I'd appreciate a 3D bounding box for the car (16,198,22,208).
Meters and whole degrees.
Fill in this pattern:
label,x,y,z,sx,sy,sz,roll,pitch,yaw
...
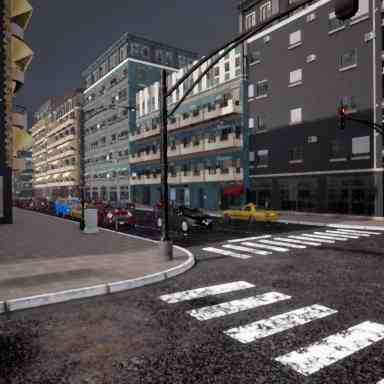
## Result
label,x,y,z,sx,sy,sz,roll,pitch,yaw
car,-25.132,1.770,50.954,1.947,1.339,4.313,-1,1,-35

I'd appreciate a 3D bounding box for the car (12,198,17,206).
label,x,y,z,sx,sy,sz,roll,pitch,yaw
car,-31.560,1.783,59.965,1.887,1.381,4.507,-1,1,-35

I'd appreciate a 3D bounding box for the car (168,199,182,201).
label,x,y,z,sx,sy,sz,roll,pitch,yaw
car,-2.243,1.441,33.291,1.967,1.590,4.097,-1,1,-35

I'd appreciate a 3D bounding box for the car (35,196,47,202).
label,x,y,z,sx,sy,sz,roll,pitch,yaw
car,-37.594,1.729,82.853,1.887,1.381,4.507,-1,1,-35

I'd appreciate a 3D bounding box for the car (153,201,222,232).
label,x,y,z,sx,sy,sz,roll,pitch,yaw
car,-0.553,1.564,20.956,1.837,1.490,4.892,-1,1,-35

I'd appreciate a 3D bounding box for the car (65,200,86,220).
label,x,y,z,sx,sy,sz,roll,pitch,yaw
car,-8.965,1.652,28.288,1.752,1.417,4.829,-1,1,-35

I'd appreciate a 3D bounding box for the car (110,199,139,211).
label,x,y,z,sx,sy,sz,roll,pitch,yaw
car,-8.669,1.582,42.303,2.008,1.369,4.403,-1,1,-35

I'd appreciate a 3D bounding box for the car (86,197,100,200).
label,x,y,z,sx,sy,sz,roll,pitch,yaw
car,-15.099,1.502,51.313,1.967,1.590,4.097,-1,1,-35

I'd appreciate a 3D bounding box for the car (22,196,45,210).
label,x,y,z,sx,sy,sz,roll,pitch,yaw
car,-21.920,1.628,46.448,1.967,1.590,4.097,-1,1,-35

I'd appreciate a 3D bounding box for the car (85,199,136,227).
label,x,y,z,sx,sy,sz,roll,pitch,yaw
car,-5.851,1.553,23.921,1.967,1.590,4.097,-1,1,-35

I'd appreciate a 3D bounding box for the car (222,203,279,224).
label,x,y,z,sx,sy,sz,roll,pitch,yaw
car,4.087,1.498,24.420,1.752,1.417,4.829,-1,1,-35

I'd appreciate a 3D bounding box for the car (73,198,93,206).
label,x,y,z,sx,sy,sz,roll,pitch,yaw
car,-18.311,1.644,55.819,1.947,1.339,4.313,-1,1,-35

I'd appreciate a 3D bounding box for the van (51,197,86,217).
label,x,y,z,sx,sy,sz,roll,pitch,yaw
van,-12.280,1.483,32.930,1.690,1.788,3.998,-1,1,-35

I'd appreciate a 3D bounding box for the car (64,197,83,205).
label,x,y,z,sx,sy,sz,roll,pitch,yaw
car,-21.525,1.646,60.325,2.008,1.369,4.403,-1,1,-35

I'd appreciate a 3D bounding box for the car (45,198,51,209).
label,x,y,z,sx,sy,sz,roll,pitch,yaw
car,-18.422,1.689,46.121,2.033,1.411,5.357,-1,0,-35
